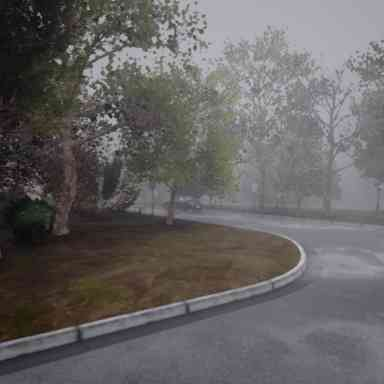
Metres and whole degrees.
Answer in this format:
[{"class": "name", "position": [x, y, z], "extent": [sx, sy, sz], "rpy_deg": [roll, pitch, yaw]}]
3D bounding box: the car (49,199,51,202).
[{"class": "car", "position": [-14.651, 0.796, 38.212], "extent": [4.892, 1.490, 1.837], "rpy_deg": [0, -1, -3]}]

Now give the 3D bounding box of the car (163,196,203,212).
[{"class": "car", "position": [-0.898, 1.072, 31.157], "extent": [1.812, 1.442, 4.674], "rpy_deg": [1, 0, -39]}]
